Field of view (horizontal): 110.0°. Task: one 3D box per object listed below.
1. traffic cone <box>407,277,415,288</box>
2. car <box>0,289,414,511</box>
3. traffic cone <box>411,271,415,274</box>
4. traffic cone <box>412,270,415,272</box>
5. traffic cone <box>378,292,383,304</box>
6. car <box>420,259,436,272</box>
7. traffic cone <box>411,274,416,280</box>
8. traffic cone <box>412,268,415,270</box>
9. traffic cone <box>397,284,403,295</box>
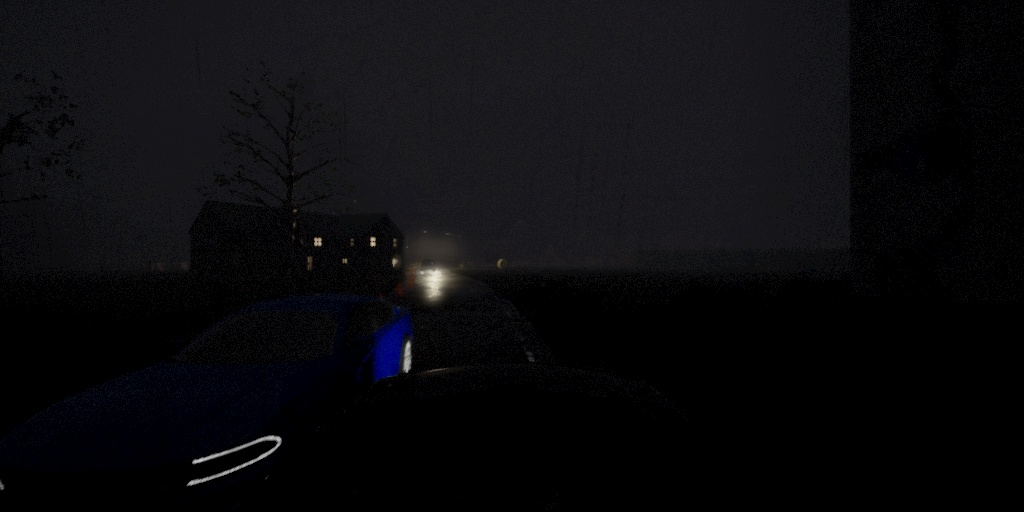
[{"bbox_3d":[-7.211,1.934,25.201,0.340,0.580,0.340,0,0,-11],"label":"traffic cone"},{"bbox_3d":[-2.586,1.257,4.474,1.882,1.535,5.008,0,0,-3],"label":"car"},{"bbox_3d":[-9.413,2.029,34.784,0.340,0.580,0.340,0,0,-15],"label":"traffic cone"},{"bbox_3d":[-10.754,2.077,39.514,0.340,0.580,0.340,0,0,-17],"label":"traffic cone"},{"bbox_3d":[-5.657,1.841,15.494,0.340,0.580,0.340,0,0,-7],"label":"traffic cone"},{"bbox_3d":[-13.940,1.546,59.624,2.150,2.045,5.566,0,-1,-12],"label":"car"},{"bbox_3d":[-8.232,1.981,30.011,0.340,0.580,0.340,0,0,-13],"label":"traffic cone"},{"bbox_3d":[-12.253,2.127,44.254,0.340,0.580,0.340,0,0,-17],"label":"traffic cone"},{"bbox_3d":[-6.352,1.887,20.360,0.340,0.580,0.340,0,0,-9],"label":"traffic cone"}]
